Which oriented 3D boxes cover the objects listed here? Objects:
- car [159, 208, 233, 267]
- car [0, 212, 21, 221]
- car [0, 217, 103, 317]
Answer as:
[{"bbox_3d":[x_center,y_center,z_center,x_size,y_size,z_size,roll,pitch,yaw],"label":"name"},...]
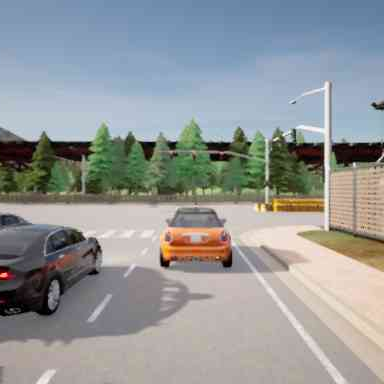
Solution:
[{"bbox_3d":[0.129,1.297,11.301,2.097,1.767,4.553,0,0,1],"label":"car"},{"bbox_3d":[-7.030,1.453,10.926,1.837,1.490,4.892,0,0,1],"label":"car"},{"bbox_3d":[-3.398,1.469,7.426,1.837,1.490,4.892,0,0,0],"label":"car"}]
